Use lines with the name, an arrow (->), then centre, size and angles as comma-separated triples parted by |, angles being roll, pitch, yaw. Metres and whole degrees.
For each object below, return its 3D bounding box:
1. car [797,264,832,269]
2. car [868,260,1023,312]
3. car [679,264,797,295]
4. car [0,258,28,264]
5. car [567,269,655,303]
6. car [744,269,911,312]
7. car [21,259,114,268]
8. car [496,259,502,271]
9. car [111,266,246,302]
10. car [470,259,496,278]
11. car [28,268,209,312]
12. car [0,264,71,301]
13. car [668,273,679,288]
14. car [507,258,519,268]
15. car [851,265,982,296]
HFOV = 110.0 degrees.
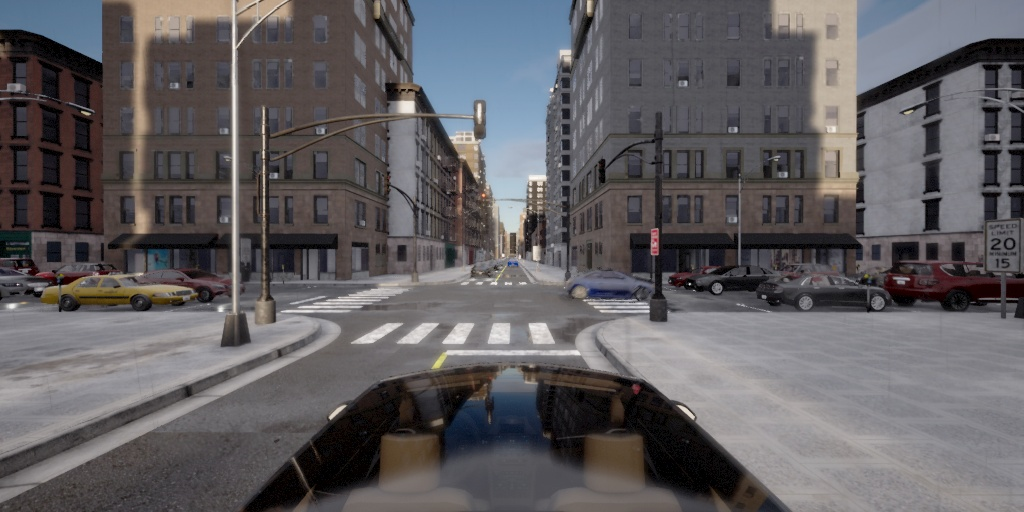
car -> 17.229, 1.177, 21.669 | 4.097, 1.591, 1.967 | 0, 0, 0
car -> 17.202, 1.091, 13.644 | 5.009, 1.841, 2.192 | 0, 0, 0
car -> 11.921, 1.253, 19.143 | 4.892, 1.490, 1.837 | 0, 0, 0
car -> -32.011, 1.041, 21.833 | 5.009, 1.841, 2.192 | 0, 0, 0
car -> 4.672, 1.320, 16.634 | 4.181, 1.385, 1.994 | 0, 1, 18
car -> 11.793, 1.325, 13.662 | 4.403, 1.370, 2.007 | 0, 0, 0
car -> -26.349, 1.167, 21.814 | 4.097, 1.591, 1.967 | 0, 0, 0
car -> -2.728, 1.262, 48.958 | 1.837, 1.490, 4.892 | 0, 1, 0
car -> -14.774, 1.282, 16.265 | 4.674, 1.442, 1.812 | 0, 0, 0
car -> -2.774, 1.260, 33.558 | 1.837, 1.490, 4.892 | 0, 0, 0
car -> -14.883, 1.294, 13.751 | 4.829, 1.417, 1.751 | 0, 0, 0
car -> -23.930, 1.246, 16.312 | 4.902, 1.511, 2.128 | 0, 0, 0
car -> 11.820, 1.281, 21.687 | 4.507, 1.381, 1.888 | 0, 0, 0
car -> 0.153, 1.247, 63.171 | 1.882, 1.535, 5.008 | 0, 0, 0
car -> 21.404, 1.255, 19.115 | 4.892, 1.490, 1.837 | 0, 0, 0
